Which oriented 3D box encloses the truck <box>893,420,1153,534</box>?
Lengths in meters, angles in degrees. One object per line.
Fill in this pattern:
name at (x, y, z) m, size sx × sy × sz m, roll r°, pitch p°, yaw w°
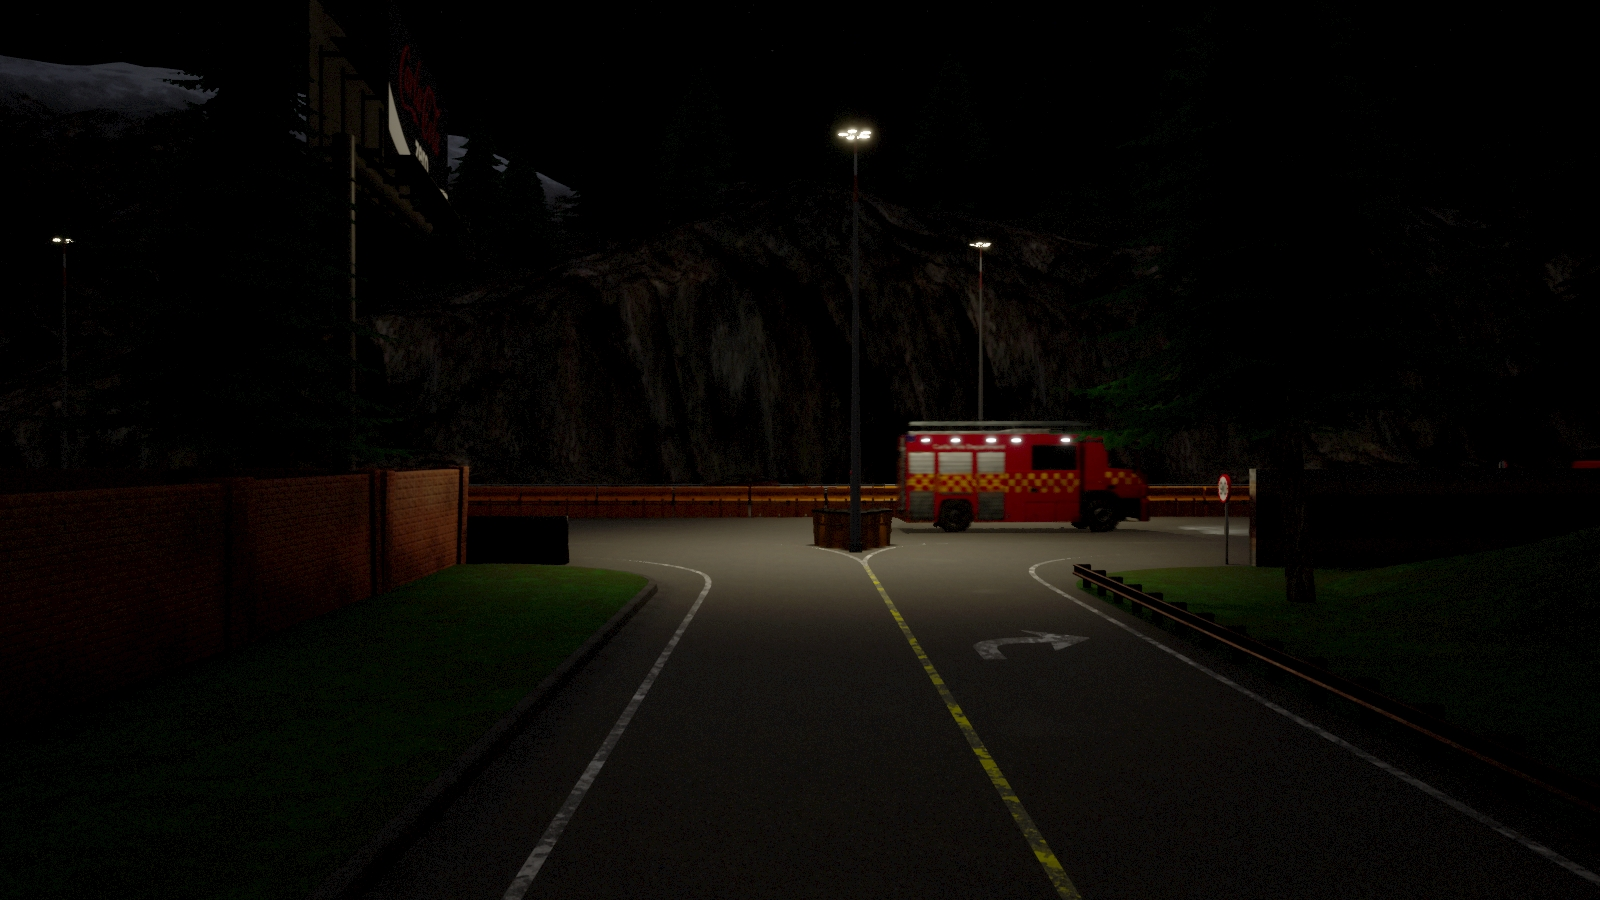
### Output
truck at (7.635, 0.891, 39.910) m, size 8.468 × 3.827 × 2.891 m, roll 0°, pitch 0°, yaw -1°
